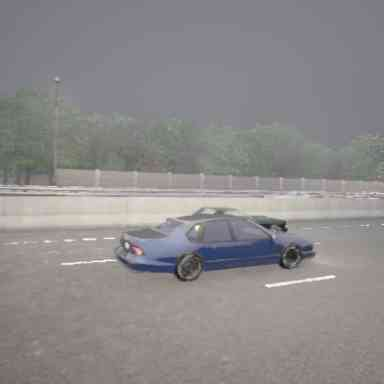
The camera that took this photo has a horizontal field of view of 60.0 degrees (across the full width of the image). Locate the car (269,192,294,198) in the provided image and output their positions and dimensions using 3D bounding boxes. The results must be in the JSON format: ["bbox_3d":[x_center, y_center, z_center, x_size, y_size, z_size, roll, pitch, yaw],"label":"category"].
[{"bbox_3d":[11.533,0.727,37.833,4.674,1.442,1.812,1,2,-27],"label":"car"}]

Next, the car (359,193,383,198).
[{"bbox_3d":[17.823,1.008,33.166,4.902,1.511,2.128,1,2,-27],"label":"car"}]

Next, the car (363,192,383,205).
[{"bbox_3d":[25.636,0.866,44.976,5.008,1.535,1.882,1,2,-27],"label":"car"}]

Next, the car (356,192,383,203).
[{"bbox_3d":[26.830,0.816,49.481,4.674,1.442,1.812,1,2,-27],"label":"car"}]

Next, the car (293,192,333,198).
[{"bbox_3d":[13.320,0.941,34.824,4.718,1.301,1.895,1,2,-27],"label":"car"}]

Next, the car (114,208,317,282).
[{"bbox_3d":[0.743,1.299,8.771,5.357,1.411,2.033,1,2,-27],"label":"car"}]

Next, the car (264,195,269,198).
[{"bbox_3d":[11.310,0.685,41.627,4.718,1.301,1.895,1,2,-26],"label":"car"}]
